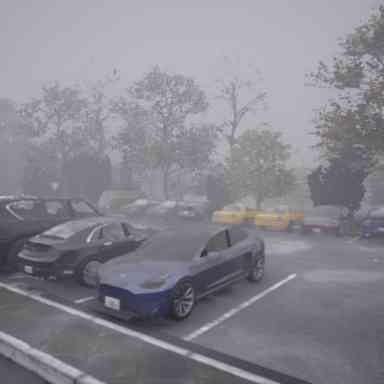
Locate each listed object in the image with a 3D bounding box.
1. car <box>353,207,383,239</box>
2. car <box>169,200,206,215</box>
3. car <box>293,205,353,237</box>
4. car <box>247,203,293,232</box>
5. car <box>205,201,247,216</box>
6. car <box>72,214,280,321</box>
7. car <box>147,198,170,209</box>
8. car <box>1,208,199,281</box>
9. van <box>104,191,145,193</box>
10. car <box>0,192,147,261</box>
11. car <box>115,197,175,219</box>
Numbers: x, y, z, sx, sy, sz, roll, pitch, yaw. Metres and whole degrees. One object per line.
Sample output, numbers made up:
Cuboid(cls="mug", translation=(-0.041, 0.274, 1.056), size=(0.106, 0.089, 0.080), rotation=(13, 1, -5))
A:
Cuboid(cls="car", translation=(9.855, 1.505, 16.750), size=(2.097, 1.535, 5.008), rotation=(1, 0, 36))
Cuboid(cls="car", translation=(0.954, 1.361, 23.270), size=(2.163, 1.488, 4.792), rotation=(2, 1, 36))
Cuboid(cls="car", translation=(7.584, 1.508, 18.373), size=(2.163, 1.488, 4.792), rotation=(1, 1, 36))
Cuboid(cls="car", translation=(5.564, 1.438, 20.109), size=(1.946, 1.575, 5.366), rotation=(1, 1, 36))
Cuboid(cls="car", translation=(3.304, 1.388, 21.754), size=(1.946, 1.575, 5.366), rotation=(1, 1, 36))
Cuboid(cls="car", translation=(0.033, 1.516, 7.692), size=(2.163, 1.488, 4.792), rotation=(1, 0, 36))
Cuboid(cls="car", translation=(-1.415, 1.299, 24.963), size=(2.002, 1.452, 4.674), rotation=(2, 1, 36))
Cuboid(cls="car", translation=(-2.200, 1.448, 9.345), size=(2.231, 1.521, 4.892), rotation=(1, 1, 36))
Cuboid(cls="van", translation=(-5.897, 0.887, 28.065), size=(1.878, 1.987, 4.442), rotation=(2, 2, 36))
Cuboid(cls="car", translation=(-4.431, 1.146, 11.012), size=(2.435, 2.045, 5.566), rotation=(1, 1, 36))
Cuboid(cls="car", translation=(-3.666, 1.223, 26.601), size=(2.002, 1.452, 4.674), rotation=(2, 1, 36))
